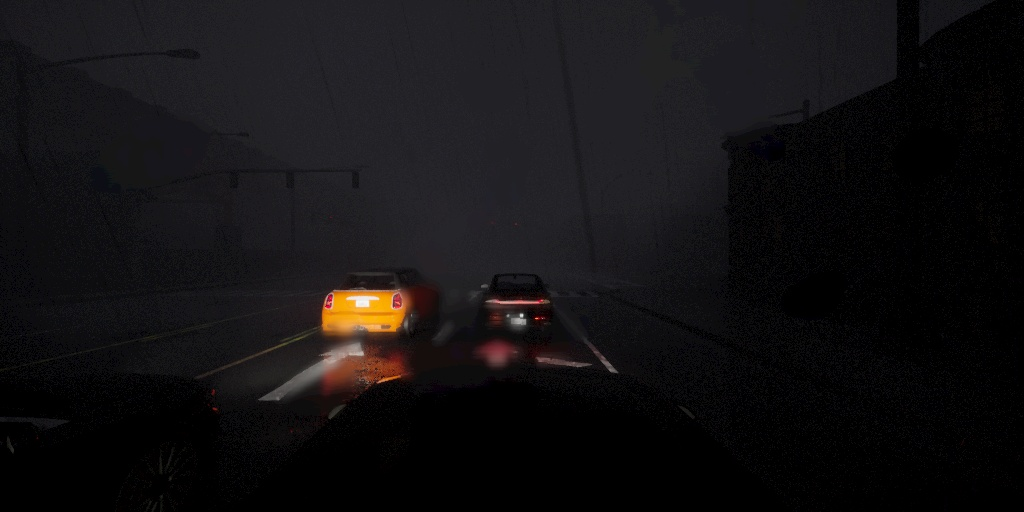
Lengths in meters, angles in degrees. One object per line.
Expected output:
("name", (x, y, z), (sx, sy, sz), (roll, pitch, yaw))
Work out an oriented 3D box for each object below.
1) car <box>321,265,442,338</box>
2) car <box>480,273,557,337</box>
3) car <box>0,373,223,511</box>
("car", (-3.405, 1.102, 10.286), (2.097, 1.767, 4.553), (0, 0, 0))
("car", (0.104, 1.242, 10.332), (2.128, 1.511, 4.902), (0, 0, -1))
("car", (-3.399, 1.242, 1.079), (2.128, 1.511, 4.902), (0, 0, 0))
